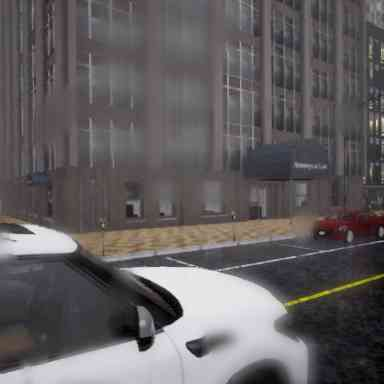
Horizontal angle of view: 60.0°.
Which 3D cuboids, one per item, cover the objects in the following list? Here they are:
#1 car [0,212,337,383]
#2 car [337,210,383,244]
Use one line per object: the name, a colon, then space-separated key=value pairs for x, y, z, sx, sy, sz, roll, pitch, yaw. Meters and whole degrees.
car: x=-1.587 y=1.223 z=2.302 sx=5.566 sy=2.045 sz=2.150 roll=0 pitch=0 yaw=-36
car: x=7.474 y=1.542 z=15.764 sx=4.507 sy=1.381 sz=1.887 roll=0 pitch=-1 yaw=-35
